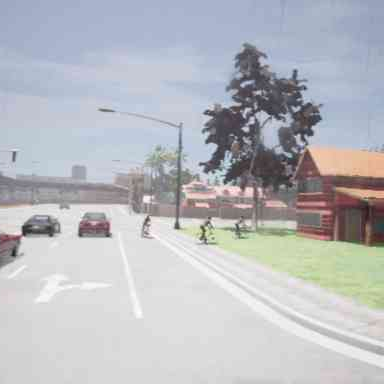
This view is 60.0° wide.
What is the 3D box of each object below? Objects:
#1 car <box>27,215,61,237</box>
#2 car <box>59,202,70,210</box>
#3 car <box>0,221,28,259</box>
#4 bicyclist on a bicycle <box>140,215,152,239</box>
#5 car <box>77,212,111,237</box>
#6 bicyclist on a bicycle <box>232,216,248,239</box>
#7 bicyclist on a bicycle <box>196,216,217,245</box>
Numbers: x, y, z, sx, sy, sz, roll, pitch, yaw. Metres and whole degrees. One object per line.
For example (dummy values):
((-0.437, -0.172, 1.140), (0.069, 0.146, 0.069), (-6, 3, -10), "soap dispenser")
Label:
((-10.319, 2.251, 22.953), (1.994, 1.385, 4.181), (3, -3, -14), "car")
((-34.075, 3.601, 89.015), (2.150, 2.045, 5.566), (3, -2, -14), "car")
((-7.596, 1.880, 11.786), (1.895, 1.301, 4.718), (3, -3, -12), "car")
((-3.130, 2.408, 23.087), (0.582, 1.620, 1.656), (3, -3, -26), "bicyclist on a bicycle")
((-6.990, 2.210, 24.060), (2.097, 1.767, 4.553), (3, -3, -14), "car")
((3.478, 2.542, 23.875), (1.656, 1.620, 0.582), (4, -3, -35), "bicyclist on a bicycle")
((0.866, 2.224, 19.197), (1.656, 1.620, 0.582), (5, -3, -38), "bicyclist on a bicycle")
